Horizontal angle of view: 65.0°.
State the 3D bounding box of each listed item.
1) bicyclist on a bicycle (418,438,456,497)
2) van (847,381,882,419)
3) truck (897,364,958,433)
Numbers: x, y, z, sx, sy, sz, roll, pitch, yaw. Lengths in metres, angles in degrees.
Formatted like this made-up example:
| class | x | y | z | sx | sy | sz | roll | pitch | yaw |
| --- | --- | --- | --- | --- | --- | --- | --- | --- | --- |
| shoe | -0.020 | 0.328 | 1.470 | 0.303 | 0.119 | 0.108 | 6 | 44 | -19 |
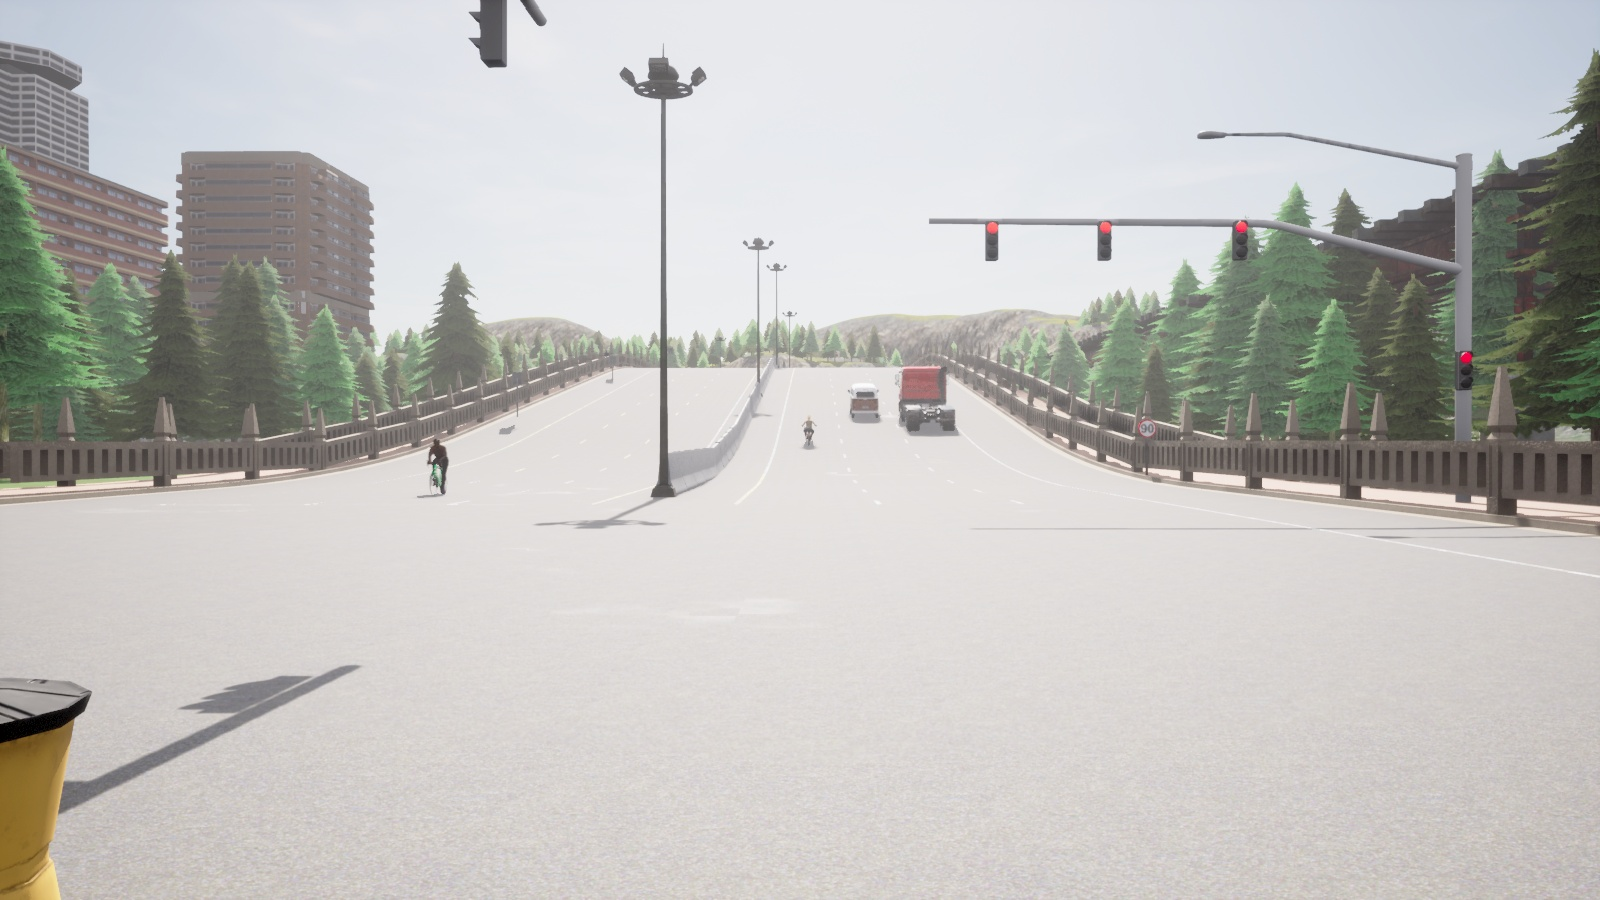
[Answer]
| class | x | y | z | sx | sy | sz | roll | pitch | yaw |
| --- | --- | --- | --- | --- | --- | --- | --- | --- | --- |
| bicyclist on a bicycle | -10.279 | 0.485 | 35.630 | 0.582 | 1.620 | 1.656 | 0 | 1 | 0 |
| van | 4.157 | -3.288 | 81.651 | 2.069 | 2.038 | 4.480 | 0 | 8 | 1 |
| truck | 7.588 | -3.195 | 75.583 | 2.891 | 3.462 | 7.936 | 0 | 8 | 1 |
